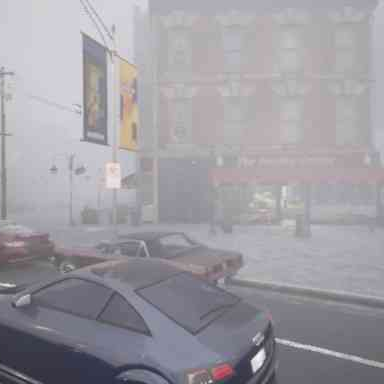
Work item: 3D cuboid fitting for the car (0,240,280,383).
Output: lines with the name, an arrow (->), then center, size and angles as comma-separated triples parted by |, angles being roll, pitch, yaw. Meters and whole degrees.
car -> -1.081, 1.576, 4.194 | 4.181, 1.385, 1.994 | -1, 0, 31

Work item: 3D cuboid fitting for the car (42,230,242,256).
car -> -1.281, 1.613, 8.147 | 4.718, 1.301, 1.895 | -1, 0, 32

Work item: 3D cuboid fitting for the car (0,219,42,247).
car -> -6.511, 1.591, 10.490 | 4.674, 1.452, 2.002 | -1, 0, 22
